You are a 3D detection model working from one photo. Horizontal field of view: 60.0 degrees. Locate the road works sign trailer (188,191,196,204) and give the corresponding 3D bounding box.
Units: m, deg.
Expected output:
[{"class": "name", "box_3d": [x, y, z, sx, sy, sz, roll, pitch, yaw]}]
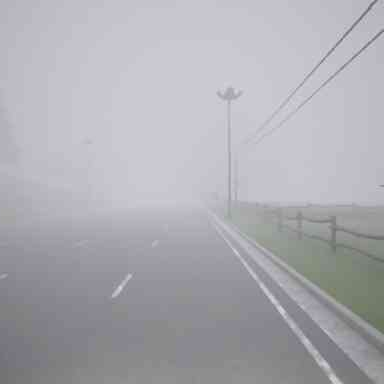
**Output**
[{"class": "road works sign trailer", "box_3d": [0.008, 1.454, 90.637, 2.380, 3.560, 2.880, 0, -1, 0]}]
